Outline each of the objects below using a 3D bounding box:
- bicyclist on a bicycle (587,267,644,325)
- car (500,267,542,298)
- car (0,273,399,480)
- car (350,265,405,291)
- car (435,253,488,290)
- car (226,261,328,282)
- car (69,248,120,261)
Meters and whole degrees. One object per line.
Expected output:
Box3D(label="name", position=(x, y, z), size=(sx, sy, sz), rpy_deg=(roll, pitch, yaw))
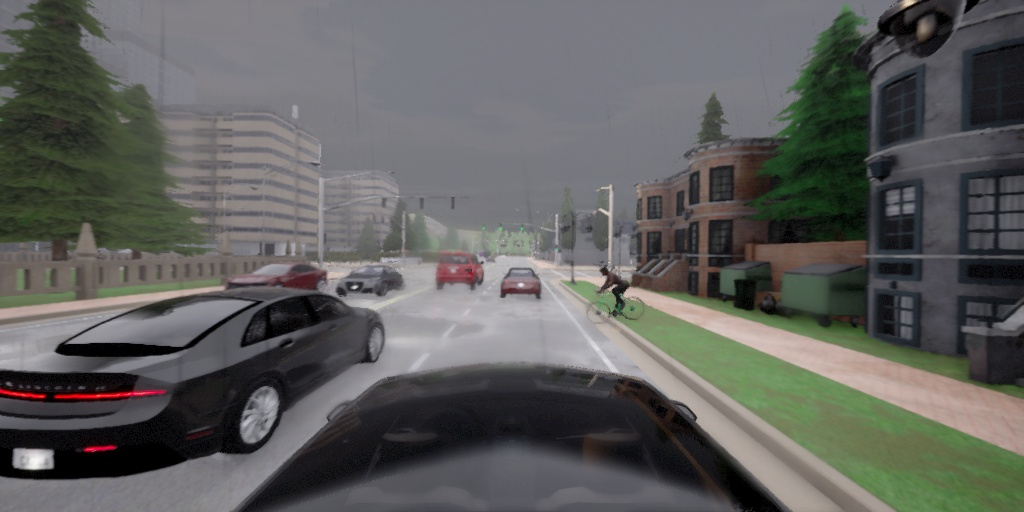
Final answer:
Box3D(label="bicyclist on a bicycle", position=(2.879, 1.112, 10.211), size=(1.656, 1.620, 0.582), rpy_deg=(-8, 0, 1))
Box3D(label="car", position=(0.455, 1.255, 18.102), size=(1.994, 1.385, 4.181), rpy_deg=(1, 0, 1))
Box3D(label="car", position=(-3.381, 1.193, 5.004), size=(1.837, 1.490, 4.892), rpy_deg=(1, 1, 1))
Box3D(label="car", position=(-6.727, 1.152, 17.438), size=(1.994, 1.385, 4.181), rpy_deg=(1, 0, 2))
Box3D(label="car", position=(-2.959, 0.850, 21.237), size=(2.150, 2.045, 5.566), rpy_deg=(1, 0, 2))
Box3D(label="car", position=(-10.267, 1.017, 16.078), size=(1.882, 1.535, 5.008), rpy_deg=(1, 0, 2))
Box3D(label="car", position=(-45.309, 0.145, 39.558), size=(5.566, 2.045, 2.150), rpy_deg=(1, 0, 2))
